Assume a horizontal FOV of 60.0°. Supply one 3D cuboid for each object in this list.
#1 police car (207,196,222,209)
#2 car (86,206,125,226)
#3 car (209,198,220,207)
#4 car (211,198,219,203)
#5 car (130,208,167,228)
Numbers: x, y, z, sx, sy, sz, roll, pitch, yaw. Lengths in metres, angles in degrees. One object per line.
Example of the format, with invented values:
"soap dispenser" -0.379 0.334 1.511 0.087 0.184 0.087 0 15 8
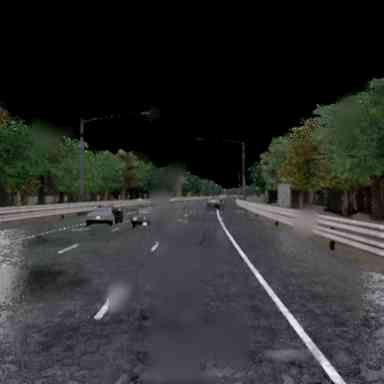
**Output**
"police car" 3.297 1.847 52.132 1.930 1.638 5.238 0 -1 5
"car" -6.354 1.734 24.821 1.994 1.385 4.181 0 0 2
"car" 4.216 1.968 62.015 1.801 1.575 5.366 0 -1 6
"car" 6.055 2.174 86.456 1.812 1.442 4.674 0 -1 8
"car" -2.917 1.763 23.394 1.895 1.301 4.718 0 0 2
